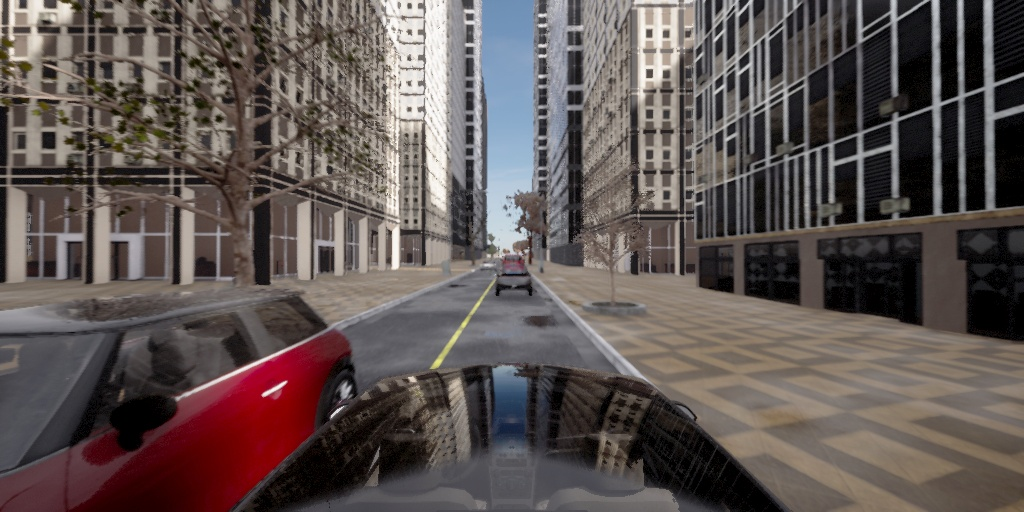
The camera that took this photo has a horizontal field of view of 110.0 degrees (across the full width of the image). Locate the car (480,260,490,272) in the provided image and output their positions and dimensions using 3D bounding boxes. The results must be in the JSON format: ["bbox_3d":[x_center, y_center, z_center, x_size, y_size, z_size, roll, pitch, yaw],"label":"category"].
[{"bbox_3d":[-2.829,1.192,43.766,1.895,1.301,4.718,0,0,0],"label":"car"}]

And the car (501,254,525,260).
[{"bbox_3d":[0.098,0.850,34.645,2.150,2.045,5.566,0,1,0],"label":"car"}]

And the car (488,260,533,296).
[{"bbox_3d":[0.100,1.179,18.913,2.128,1.511,4.902,0,0,0],"label":"car"}]

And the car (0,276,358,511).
[{"bbox_3d":[-2.841,1.100,2.257,2.097,1.767,4.553,0,0,0],"label":"car"}]
